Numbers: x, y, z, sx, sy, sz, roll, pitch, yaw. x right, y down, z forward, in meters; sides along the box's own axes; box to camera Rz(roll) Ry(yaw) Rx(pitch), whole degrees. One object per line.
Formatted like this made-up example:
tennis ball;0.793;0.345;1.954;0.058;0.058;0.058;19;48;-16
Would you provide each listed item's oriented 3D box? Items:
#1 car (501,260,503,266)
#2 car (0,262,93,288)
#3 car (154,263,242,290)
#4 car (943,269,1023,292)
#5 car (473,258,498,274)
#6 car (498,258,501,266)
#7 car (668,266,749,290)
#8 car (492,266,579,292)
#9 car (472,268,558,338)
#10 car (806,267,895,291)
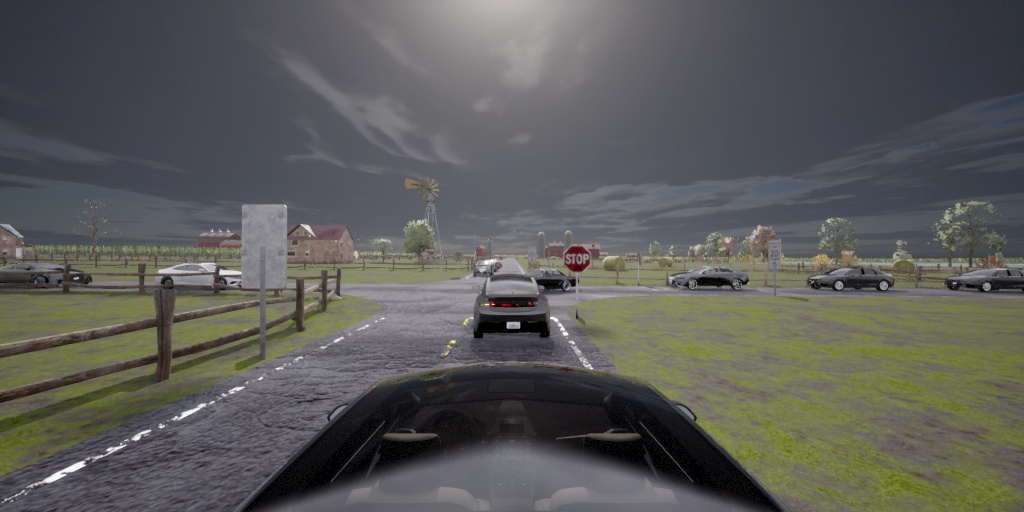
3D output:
car;-2.823;1.240;55.867;2.128;1.511;4.902;0;0;0
car;-26.364;1.048;20.027;4.181;1.385;1.994;1;-1;-1
car;-17.244;1.103;20.149;4.674;1.442;1.812;1;-1;-1
car;31.702;1.587;23.760;4.892;1.490;1.837;1;-1;-1
car;-2.860;1.243;36.879;2.128;1.511;4.902;0;0;0
car;-2.853;1.241;46.325;2.128;1.511;4.902;0;0;0
car;12.797;1.397;23.468;4.902;1.511;2.128;1;-1;-2
car;1.499;1.369;20.239;4.718;1.301;1.895;1;0;-35
car;-0.074;1.256;10.193;1.837;1.490;4.892;0;0;-3
car;22.199;1.499;23.639;4.892;1.490;1.837;1;-1;-1
